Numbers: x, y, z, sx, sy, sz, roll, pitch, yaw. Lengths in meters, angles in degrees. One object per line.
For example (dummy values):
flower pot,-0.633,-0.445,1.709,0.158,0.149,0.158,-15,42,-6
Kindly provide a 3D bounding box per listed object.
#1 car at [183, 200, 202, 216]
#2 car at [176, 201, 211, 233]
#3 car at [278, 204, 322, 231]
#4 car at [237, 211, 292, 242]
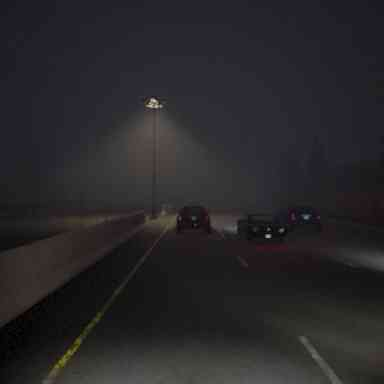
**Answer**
car,0.044,1.857,39.695,2.097,1.767,4.553,0,-1,0
car,0.090,1.630,21.819,2.097,1.767,4.553,0,-1,0
car,7.088,1.642,22.757,2.097,1.767,4.553,0,-1,0
car,3.598,1.830,17.905,1.895,1.301,4.718,0,-1,0
